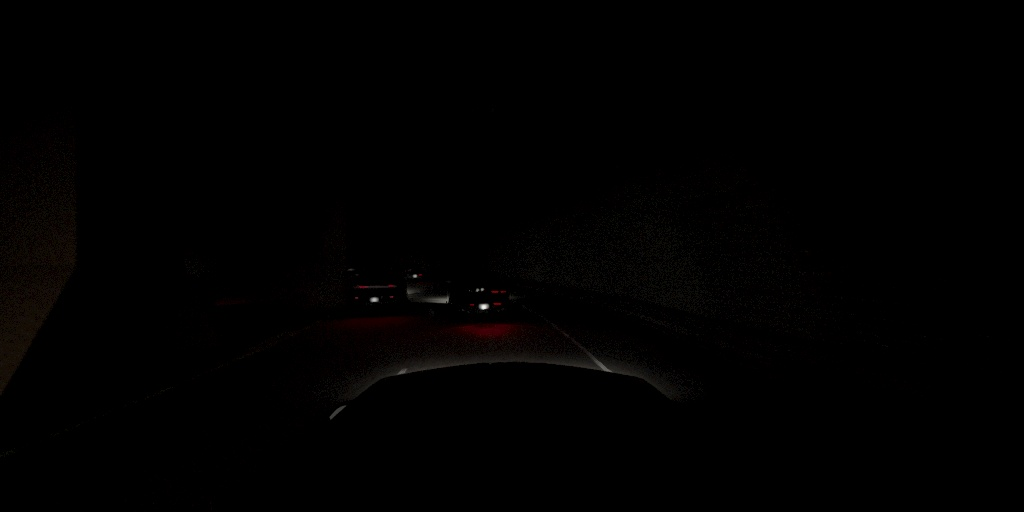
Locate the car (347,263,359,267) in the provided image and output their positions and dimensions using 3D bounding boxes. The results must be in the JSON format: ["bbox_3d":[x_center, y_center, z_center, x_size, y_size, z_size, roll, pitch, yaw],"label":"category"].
[{"bbox_3d":[-13.930,1.292,30.239,2.128,1.511,4.902,0,0,-41],"label":"car"}]

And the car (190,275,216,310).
[{"bbox_3d":[-12.003,1.327,12.186,1.812,1.442,4.674,0,0,-16],"label":"car"}]

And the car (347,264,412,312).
[{"bbox_3d":[-5.254,1.260,14.392,2.128,1.511,4.902,0,0,-15],"label":"car"}]

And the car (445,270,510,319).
[{"bbox_3d":[-1.325,1.255,13.034,1.837,1.490,4.892,0,0,-12],"label":"car"}]

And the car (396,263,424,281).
[{"bbox_3d":[-8.801,1.280,29.422,1.837,1.490,4.892,0,0,-35],"label":"car"}]
